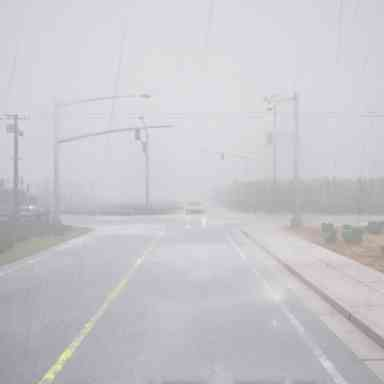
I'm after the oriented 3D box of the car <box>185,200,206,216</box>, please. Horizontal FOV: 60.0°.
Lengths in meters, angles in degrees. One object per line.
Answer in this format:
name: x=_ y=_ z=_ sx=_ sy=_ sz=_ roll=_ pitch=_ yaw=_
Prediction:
car: x=0.333 y=1.587 z=33.905 sx=1.882 sy=1.535 sz=5.008 roll=0 pitch=1 yaw=0
